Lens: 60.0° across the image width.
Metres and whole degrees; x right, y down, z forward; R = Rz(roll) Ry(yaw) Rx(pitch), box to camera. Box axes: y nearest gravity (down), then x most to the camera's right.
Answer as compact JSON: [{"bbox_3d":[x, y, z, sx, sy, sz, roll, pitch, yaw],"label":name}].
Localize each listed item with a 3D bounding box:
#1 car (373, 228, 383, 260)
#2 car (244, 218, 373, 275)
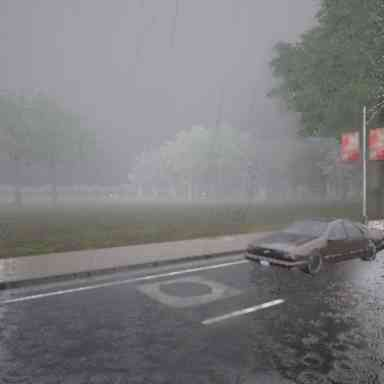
[{"bbox_3d":[6.745,1.564,8.477,4.181,1.385,1.994,0,0,-35],"label":"car"},{"bbox_3d":[4.154,1.548,10.624,5.357,1.411,2.033,0,0,-35],"label":"car"}]
